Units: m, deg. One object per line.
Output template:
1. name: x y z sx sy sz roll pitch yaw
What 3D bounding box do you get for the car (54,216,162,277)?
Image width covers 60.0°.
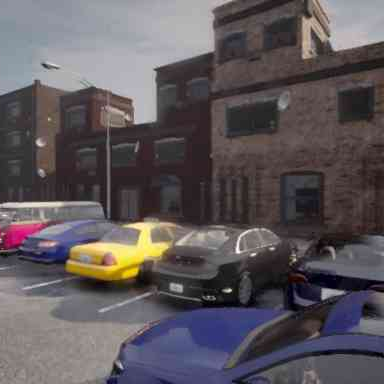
1. car: -1.023 1.540 9.919 1.946 1.575 5.366 -1 0 36

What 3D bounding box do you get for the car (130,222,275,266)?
1. car: 1.107 1.517 8.161 2.231 1.521 4.892 -1 0 36

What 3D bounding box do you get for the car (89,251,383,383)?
1. car: 1.374 1.527 2.398 4.674 1.442 1.812 -1 0 36

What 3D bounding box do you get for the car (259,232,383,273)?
1. car: 3.372 1.519 6.586 2.163 1.488 4.792 -1 0 36

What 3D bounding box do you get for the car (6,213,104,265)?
1. car: -3.376 1.611 11.370 2.002 1.452 4.674 -1 0 36

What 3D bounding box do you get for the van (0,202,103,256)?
1. van: -5.587 1.374 12.809 1.878 1.987 4.442 -1 0 36
